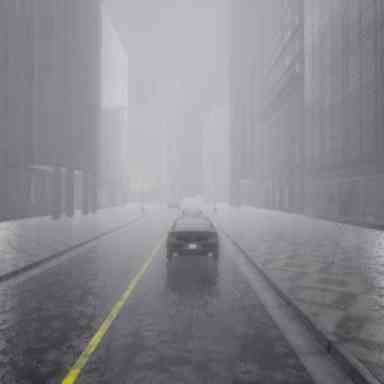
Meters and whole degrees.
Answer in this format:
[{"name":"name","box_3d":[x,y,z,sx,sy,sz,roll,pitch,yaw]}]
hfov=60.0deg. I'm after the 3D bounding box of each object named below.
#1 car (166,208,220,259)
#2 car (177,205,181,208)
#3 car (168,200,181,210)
[{"name":"car","box_3d":[0.046,1.658,13.454,1.882,1.535,5.008,0,0,0]},{"name":"car","box_3d":[0.024,1.954,26.646,1.895,1.301,4.718,0,-1,0]},{"name":"car","box_3d":[-3.073,2.130,57.876,2.097,1.767,4.553,0,-1,1]}]
